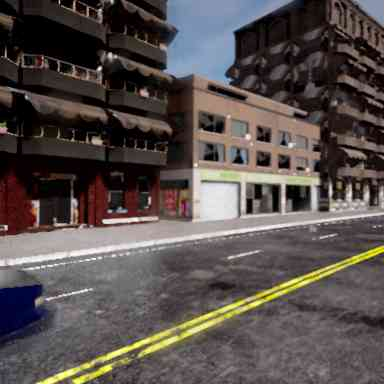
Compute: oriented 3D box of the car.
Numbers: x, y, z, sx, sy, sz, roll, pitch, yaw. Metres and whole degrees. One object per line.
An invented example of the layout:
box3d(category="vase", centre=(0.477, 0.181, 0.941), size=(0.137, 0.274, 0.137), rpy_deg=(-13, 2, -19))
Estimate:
box3d(category="car", centre=(-4.341, 1.571, 3.486), size=(2.033, 1.411, 5.357), rpy_deg=(0, 0, 43))
